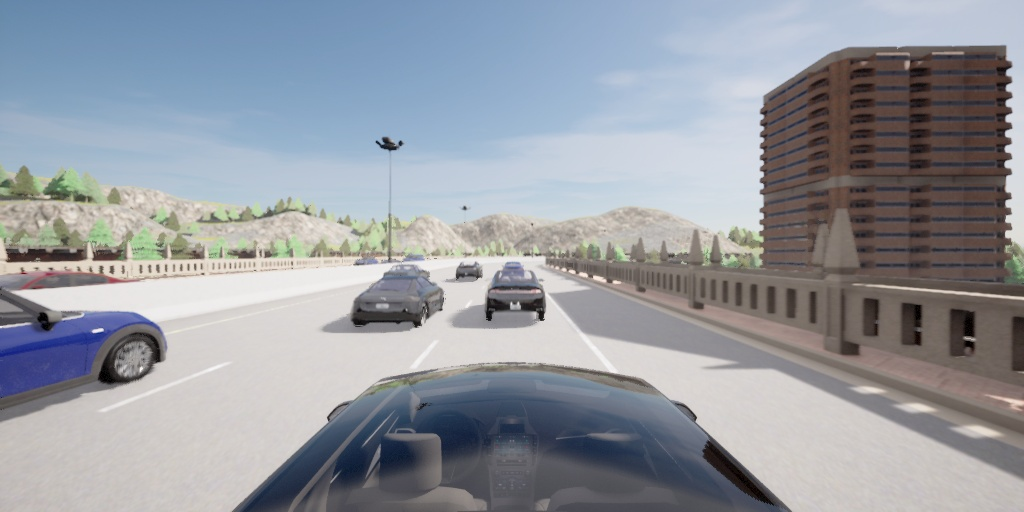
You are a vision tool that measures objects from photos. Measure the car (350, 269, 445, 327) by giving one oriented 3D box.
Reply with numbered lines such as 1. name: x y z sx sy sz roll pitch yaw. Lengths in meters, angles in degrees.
1. car: -3.402 1.275 11.418 1.994 1.385 4.181 0 0 0

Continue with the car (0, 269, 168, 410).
1. car: -6.901 1.092 4.169 2.097 1.767 4.553 0 0 0

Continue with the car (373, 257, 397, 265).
1. car: -17.565 1.100 51.503 2.033 1.411 5.357 0 0 1

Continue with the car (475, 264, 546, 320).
1. car: 0.099 1.199 12.386 2.128 1.511 4.902 0 0 0

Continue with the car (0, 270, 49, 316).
1. car: -17.602 1.240 10.583 1.812 1.442 4.674 0 0 0

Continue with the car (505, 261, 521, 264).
1. car: 0.084 1.163 30.269 1.812 1.442 4.674 0 0 0

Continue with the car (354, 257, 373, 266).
1. car: -21.057 0.903 51.950 2.097 1.767 4.553 0 0 1

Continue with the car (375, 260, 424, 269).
1. car: -6.902 1.210 23.732 2.033 1.411 5.357 0 0 0

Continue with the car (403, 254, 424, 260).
1. car: -14.068 0.776 51.106 2.150 2.045 5.566 0 0 1

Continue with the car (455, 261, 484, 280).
1. car: -3.402 1.133 29.163 2.128 1.511 4.902 0 0 0
